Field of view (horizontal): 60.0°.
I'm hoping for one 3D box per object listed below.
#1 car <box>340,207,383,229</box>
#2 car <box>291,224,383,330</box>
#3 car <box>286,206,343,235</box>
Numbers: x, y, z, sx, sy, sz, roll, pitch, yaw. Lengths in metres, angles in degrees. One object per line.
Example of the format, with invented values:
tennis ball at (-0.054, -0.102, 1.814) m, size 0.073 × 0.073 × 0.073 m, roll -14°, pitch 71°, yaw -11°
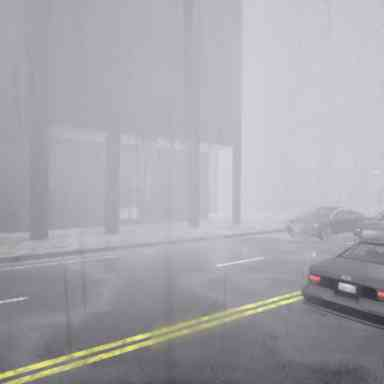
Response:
car at (8.624, 1.460, 13.810) m, size 4.902 × 1.511 × 2.128 m, roll 0°, pitch 0°, yaw -35°
car at (4.465, 1.533, 6.635) m, size 5.357 × 1.411 × 2.033 m, roll 0°, pitch 0°, yaw -35°
car at (6.701, 1.460, 16.432) m, size 4.902 × 1.511 × 2.128 m, roll 0°, pitch 0°, yaw -35°
